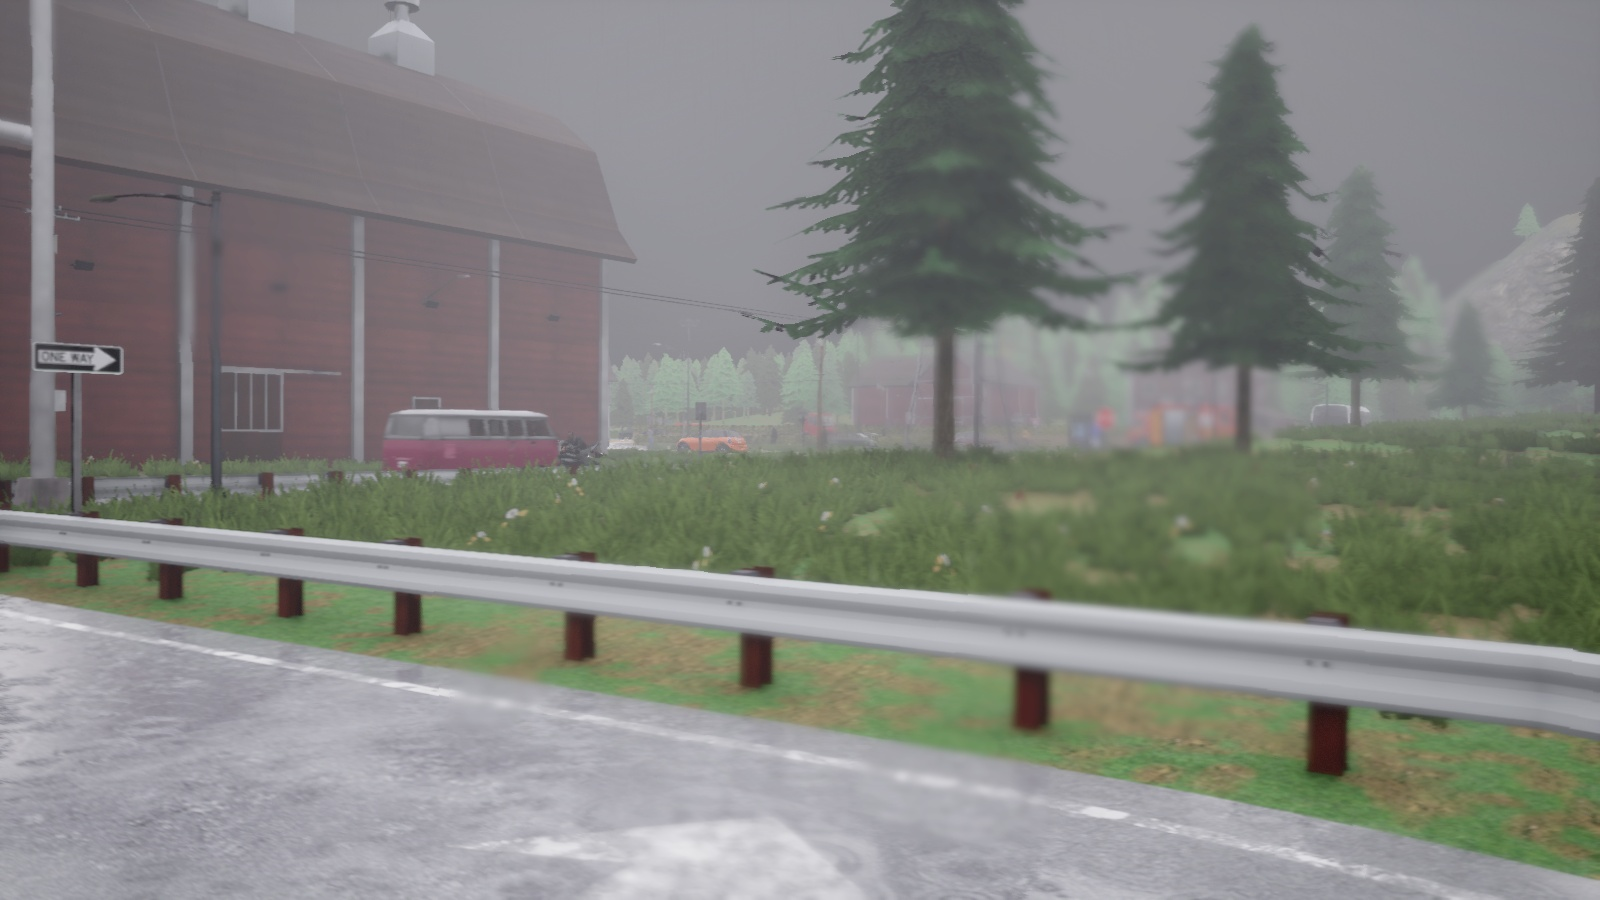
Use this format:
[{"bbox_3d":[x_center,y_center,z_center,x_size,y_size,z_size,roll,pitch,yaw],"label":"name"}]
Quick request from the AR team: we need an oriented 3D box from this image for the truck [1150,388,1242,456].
[{"bbox_3d":[23.760,-1.643,75.000,2.891,3.827,8.468,0,1,35],"label":"truck"}]

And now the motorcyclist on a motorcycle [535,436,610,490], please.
[{"bbox_3d":[-6.687,0.351,37.007,0.866,1.530,2.191,0,1,35],"label":"motorcyclist on a motorcycle"}]

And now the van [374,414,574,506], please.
[{"bbox_3d":[-7.568,0.178,29.563,1.775,1.987,4.442,0,1,35],"label":"van"}]

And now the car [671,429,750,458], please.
[{"bbox_3d":[-5.611,-0.400,78.601,4.553,1.767,2.097,0,1,34],"label":"car"}]
